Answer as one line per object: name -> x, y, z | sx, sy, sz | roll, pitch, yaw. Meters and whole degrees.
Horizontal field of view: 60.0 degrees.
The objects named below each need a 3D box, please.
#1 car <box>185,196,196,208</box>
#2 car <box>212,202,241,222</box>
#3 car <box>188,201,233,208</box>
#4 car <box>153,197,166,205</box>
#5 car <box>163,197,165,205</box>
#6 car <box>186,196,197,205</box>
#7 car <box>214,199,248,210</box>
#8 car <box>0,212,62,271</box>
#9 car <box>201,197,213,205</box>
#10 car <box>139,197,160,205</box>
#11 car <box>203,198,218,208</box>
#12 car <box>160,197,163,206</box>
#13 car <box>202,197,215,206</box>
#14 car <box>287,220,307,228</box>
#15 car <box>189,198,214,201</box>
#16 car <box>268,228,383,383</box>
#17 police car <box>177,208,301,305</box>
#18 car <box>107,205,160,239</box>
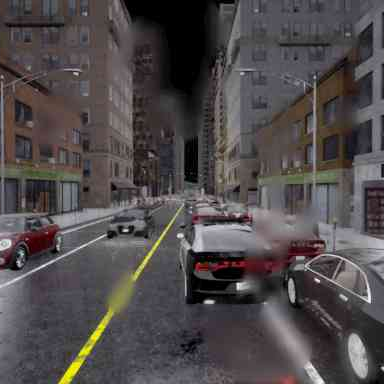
car -> -0.005, 1.501, 47.031 | 2.128, 1.511, 4.902 | 0, 0, 0
car -> 2.734, 1.546, 27.181 | 1.887, 1.381, 4.507 | -1, 0, 0
car -> 0.888, 1.477, 18.262 | 1.882, 1.535, 5.008 | 0, 0, 0
car -> -5.814, 1.563, 60.207 | 1.887, 1.381, 4.507 | -1, 0, 0
car -> -5.810, 1.565, 54.701 | 2.008, 1.369, 4.403 | -1, 0, 0
car -> -0.040, 1.522, 58.834 | 1.837, 1.490, 4.892 | 0, 0, 0
car -> 2.736, 1.440, 21.676 | 1.967, 1.590, 4.097 | -1, 0, 0
car -> -5.781, 1.439, 10.660 | 1.967, 1.590, 4.097 | -1, 0, 0
car -> 2.711, 1.563, 60.213 | 1.887, 1.381, 4.507 | -1, 0, 0
car -> -5.804, 1.448, 43.691 | 1.967, 1.590, 4.097 | -1, 0, 0
car -> 2.719, 1.556, 49.202 | 1.887, 1.381, 4.507 | -1, 0, 0
car -> -5.806, 1.577, 49.196 | 1.947, 1.339, 4.313 | -1, 0, 0
car -> 2.715, 1.559, 54.707 | 1.887, 1.381, 4.507 | -1, 0, 0
car -> 2.745, 1.544, 10.666 | 1.887, 1.381, 4.507 | -1, 0, 0
car -> 0.884, 1.478, 24.262 | 1.882, 1.535, 5.008 | 0, 0, 0
car -> 2.749, 1.550, 5.160 | 2.008, 1.369, 4.403 | -1, 0, 0
police car -> 0.679, 1.423, 8.311 | 1.930, 1.638, 5.238 | 0, 0, -5
car -> -3.011, 1.563, 17.156 | 1.994, 1.385, 4.181 | 0, 0, 0
